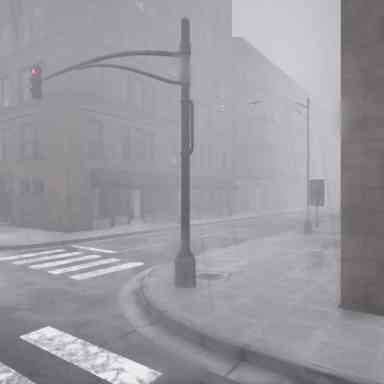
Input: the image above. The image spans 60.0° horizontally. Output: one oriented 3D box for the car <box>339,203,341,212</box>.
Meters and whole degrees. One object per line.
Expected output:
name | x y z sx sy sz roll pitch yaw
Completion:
car | 20.524 1.760 43.104 1.882 1.535 5.008 0 0 36
